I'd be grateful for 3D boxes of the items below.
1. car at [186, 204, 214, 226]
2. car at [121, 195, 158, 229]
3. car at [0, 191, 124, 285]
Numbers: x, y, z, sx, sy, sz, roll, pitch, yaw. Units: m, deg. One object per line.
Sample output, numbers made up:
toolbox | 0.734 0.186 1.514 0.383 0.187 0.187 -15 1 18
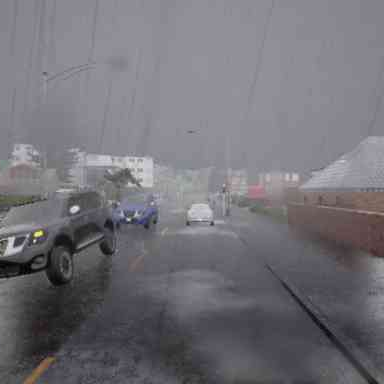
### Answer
car | 0.579 1.546 23.631 1.812 1.442 4.674 0 0 1
car | -3.599 1.236 22.129 2.150 2.045 5.566 0 0 2
car | -3.980 1.118 9.597 2.150 2.045 5.566 -11 1 5
